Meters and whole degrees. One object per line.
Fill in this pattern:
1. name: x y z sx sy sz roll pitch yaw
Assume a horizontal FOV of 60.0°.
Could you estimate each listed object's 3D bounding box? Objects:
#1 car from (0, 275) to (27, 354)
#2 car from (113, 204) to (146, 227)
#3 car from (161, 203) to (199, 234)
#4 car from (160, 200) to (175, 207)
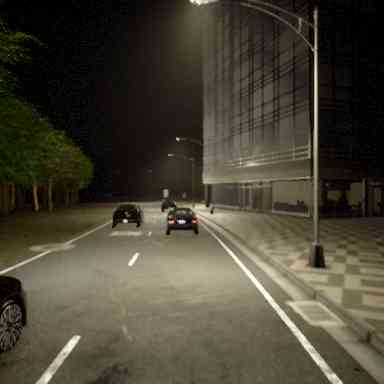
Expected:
1. car: -3.464 1.510 3.252 2.128 1.511 4.902 0 0 -1
2. car: -4.445 1.621 23.666 1.837 1.490 4.892 0 0 -4
3. car: -0.652 1.641 20.093 2.033 1.411 5.357 0 0 -4
4. car: -2.909 1.711 41.527 1.837 1.490 4.892 0 -1 -8
